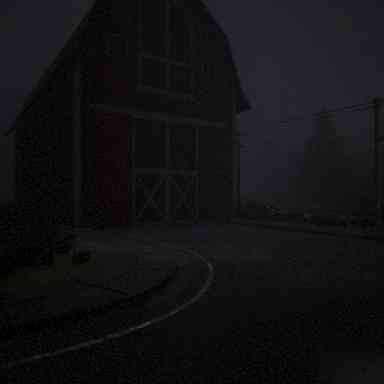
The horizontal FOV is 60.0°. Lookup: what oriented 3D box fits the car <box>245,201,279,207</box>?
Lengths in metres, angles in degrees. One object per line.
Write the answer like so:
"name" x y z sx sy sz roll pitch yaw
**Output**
"car" 7.193 1.627 36.313 1.895 1.301 4.718 0 0 -34
